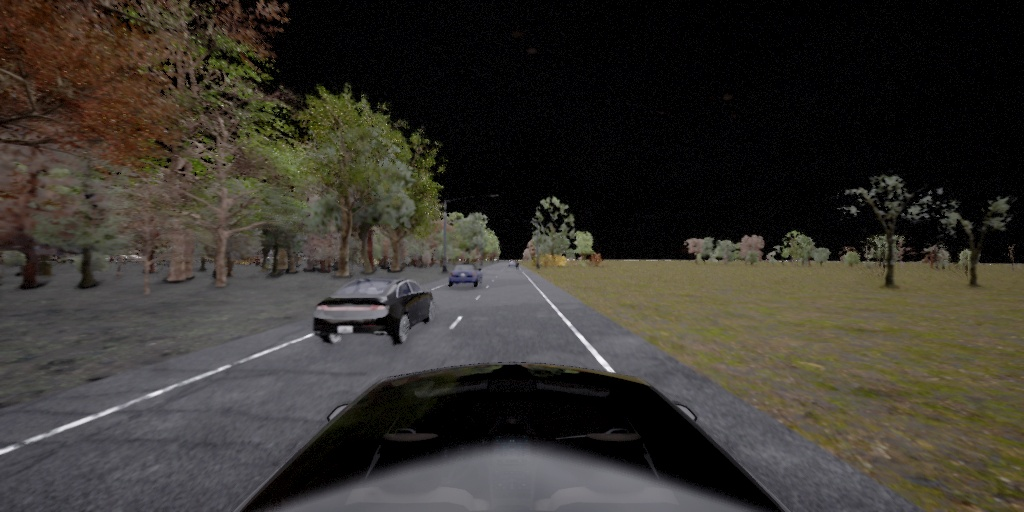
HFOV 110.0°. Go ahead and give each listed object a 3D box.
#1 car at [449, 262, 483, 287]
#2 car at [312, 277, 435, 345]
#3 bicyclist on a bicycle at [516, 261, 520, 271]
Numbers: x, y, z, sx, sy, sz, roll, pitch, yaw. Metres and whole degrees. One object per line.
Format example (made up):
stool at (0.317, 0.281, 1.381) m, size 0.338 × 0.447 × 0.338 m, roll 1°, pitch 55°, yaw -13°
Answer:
car at (-3.410, 1.338, 27.126) m, size 2.097 × 1.767 × 4.553 m, roll 0°, pitch -1°, yaw 0°
car at (-3.400, 1.316, 9.740) m, size 2.128 × 1.511 × 4.902 m, roll 0°, pitch -1°, yaw 0°
bicyclist on a bicycle at (0.944, 1.641, 57.460) m, size 0.659 × 1.776 × 1.843 m, roll 0°, pitch 0°, yaw 0°
